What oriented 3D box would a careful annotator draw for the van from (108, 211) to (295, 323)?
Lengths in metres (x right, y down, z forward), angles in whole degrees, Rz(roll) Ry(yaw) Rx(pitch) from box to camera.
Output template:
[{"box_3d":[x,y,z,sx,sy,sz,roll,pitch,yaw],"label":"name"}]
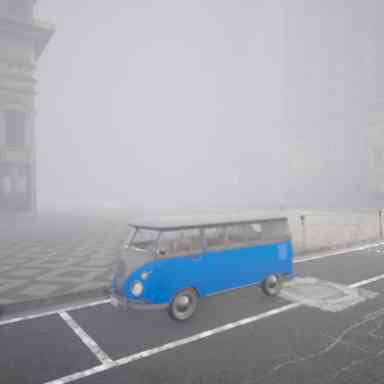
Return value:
[{"box_3d":[0.367,1.337,6.926,3.998,1.788,1.690,-1,0,-36],"label":"van"}]
